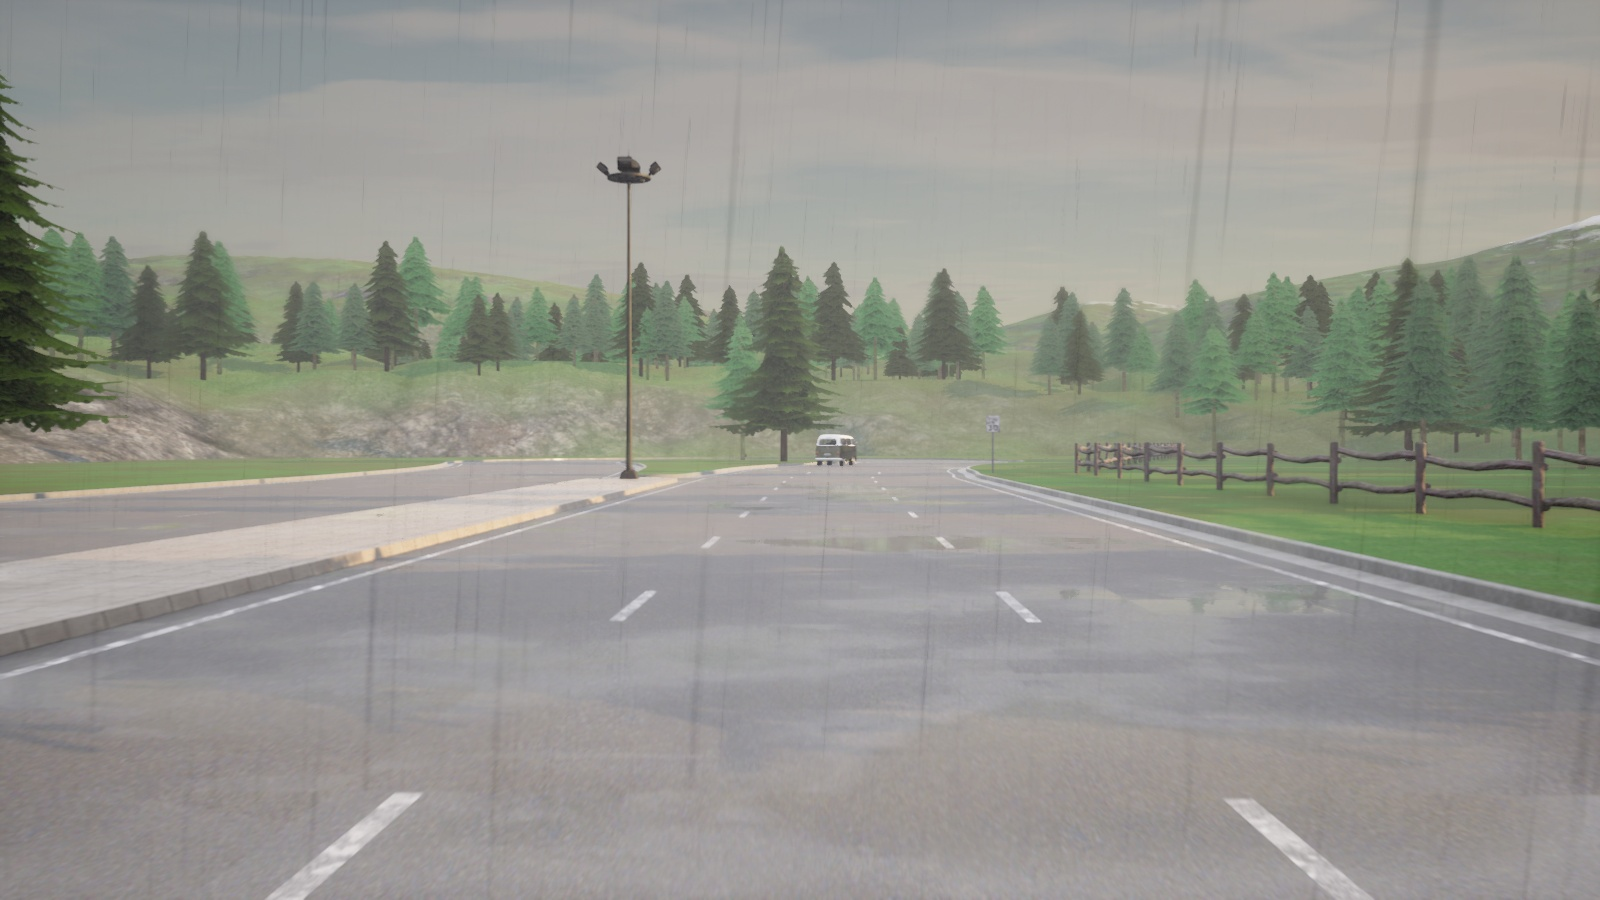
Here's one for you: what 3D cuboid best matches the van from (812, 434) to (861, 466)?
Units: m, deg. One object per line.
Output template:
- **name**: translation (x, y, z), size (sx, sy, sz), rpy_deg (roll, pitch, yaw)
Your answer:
- **van**: translation (2.413, 0.010, 81.995), size (2.069, 2.038, 4.480), rpy_deg (0, 0, 17)
